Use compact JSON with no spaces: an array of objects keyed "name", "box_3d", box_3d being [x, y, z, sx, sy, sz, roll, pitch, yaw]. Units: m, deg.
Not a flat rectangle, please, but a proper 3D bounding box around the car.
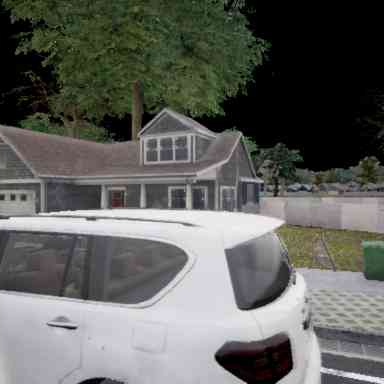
[{"name":"car","box_3d":[-1.507,1.219,3.804,5.566,2.045,2.150,0,0,23]}]
